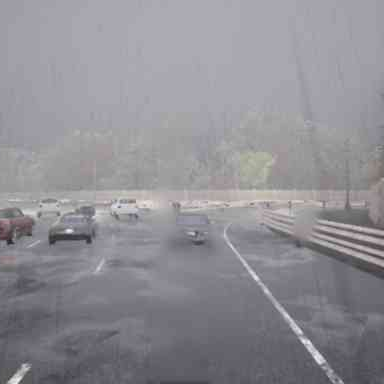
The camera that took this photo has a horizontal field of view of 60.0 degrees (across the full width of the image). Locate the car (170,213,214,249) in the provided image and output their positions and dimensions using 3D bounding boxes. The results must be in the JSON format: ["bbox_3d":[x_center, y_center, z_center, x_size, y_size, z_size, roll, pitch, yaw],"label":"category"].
[{"bbox_3d":[0.045,1.696,15.334,2.033,1.411,5.357,0,-1,2],"label":"car"}]

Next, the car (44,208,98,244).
[{"bbox_3d":[-5.884,1.731,16.862,1.994,1.385,4.181,0,-1,-12],"label":"car"}]

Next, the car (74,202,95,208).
[{"bbox_3d":[-11.218,1.849,34.894,1.837,1.490,4.892,0,-1,-21],"label":"car"}]

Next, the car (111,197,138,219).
[{"bbox_3d":[-6.771,1.545,33.113,2.150,2.045,5.566,0,-1,-20],"label":"car"}]

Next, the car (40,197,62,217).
[{"bbox_3d":[-15.294,1.577,35.716,2.150,2.045,5.566,0,-1,-23],"label":"car"}]

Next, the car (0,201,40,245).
[{"bbox_3d":[-9.385,1.521,16.547,2.097,1.767,4.553,0,0,-11],"label":"car"}]
